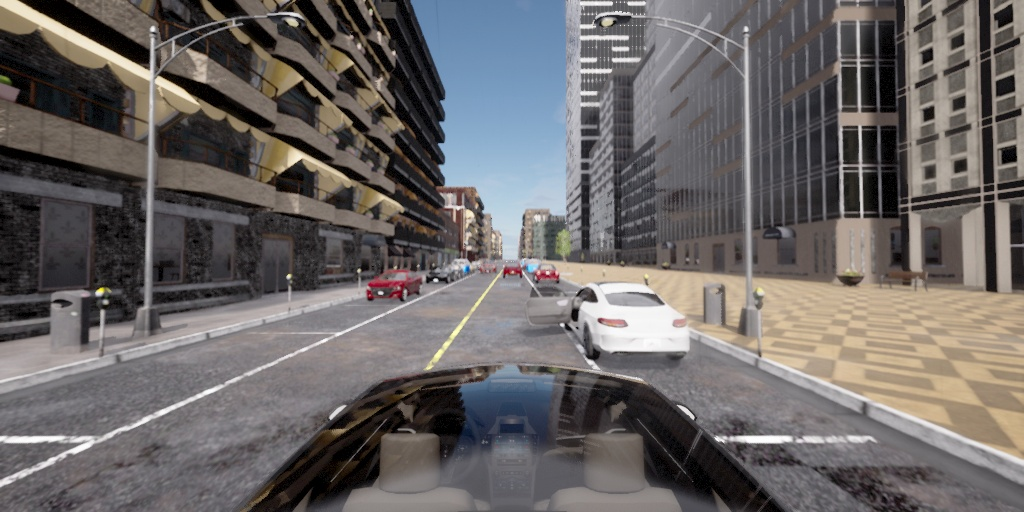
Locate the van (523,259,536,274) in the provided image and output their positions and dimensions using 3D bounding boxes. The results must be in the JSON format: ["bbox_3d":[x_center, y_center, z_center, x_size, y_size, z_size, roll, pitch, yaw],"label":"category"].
[{"bbox_3d":[2.685,1.313,45.621,1.690,1.789,3.998,0,0,0],"label":"van"}]

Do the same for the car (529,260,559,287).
[{"bbox_3d":[2.688,1.326,28.912,1.967,1.591,4.097,0,0,0],"label":"car"}]

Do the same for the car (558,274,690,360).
[{"bbox_3d":[2.353,1.309,8.321,1.812,1.442,4.674,0,0,0],"label":"car"}]

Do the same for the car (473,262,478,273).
[{"bbox_3d":[-5.696,1.497,45.450,1.751,1.417,4.829,0,0,0],"label":"car"}]

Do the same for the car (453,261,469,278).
[{"bbox_3d":[-5.694,1.465,34.480,2.007,1.370,4.403,0,0,0],"label":"car"}]

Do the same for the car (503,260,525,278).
[{"bbox_3d":[0.070,1.404,36.806,1.882,1.535,5.008,0,-1,0],"label":"car"}]

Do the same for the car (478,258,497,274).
[{"bbox_3d":[-3.018,1.327,46.545,2.097,1.767,4.553,0,0,0],"label":"car"}]

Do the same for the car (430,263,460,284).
[{"bbox_3d":[-5.693,1.452,28.911,1.948,1.339,4.313,0,0,0],"label":"car"}]

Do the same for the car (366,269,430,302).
[{"bbox_3d":[-5.691,1.375,17.772,1.888,1.381,4.507,0,0,0],"label":"car"}]

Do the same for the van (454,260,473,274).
[{"bbox_3d":[-5.695,1.284,40.051,1.690,1.789,3.998,0,0,0],"label":"van"}]
